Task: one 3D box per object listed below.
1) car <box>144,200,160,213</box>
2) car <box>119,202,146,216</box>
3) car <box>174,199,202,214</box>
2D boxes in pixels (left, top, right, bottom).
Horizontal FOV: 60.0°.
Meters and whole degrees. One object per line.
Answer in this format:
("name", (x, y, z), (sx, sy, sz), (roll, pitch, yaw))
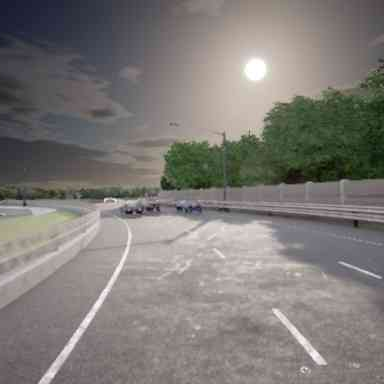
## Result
("car", (-5.509, 1.849, 42.705), (1.837, 1.490, 4.892), (0, -1, -24))
("car", (-6.843, 1.922, 36.943), (1.895, 1.301, 4.718), (0, 0, -21))
("car", (-0.546, 1.620, 39.810), (2.097, 1.767, 4.553), (-1, 0, -21))
